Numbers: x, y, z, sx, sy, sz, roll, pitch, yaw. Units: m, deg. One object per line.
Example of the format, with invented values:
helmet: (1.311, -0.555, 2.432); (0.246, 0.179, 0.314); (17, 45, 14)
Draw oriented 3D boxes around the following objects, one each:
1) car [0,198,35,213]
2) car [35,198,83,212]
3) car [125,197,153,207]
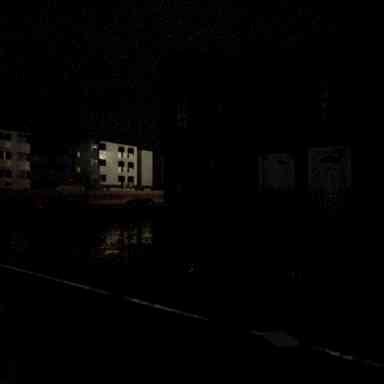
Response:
car: (-20.164, 1.504, 37.699); (1.837, 1.490, 4.892); (0, 0, 37)
car: (-15.053, 1.490, 38.648); (2.128, 1.511, 4.902); (0, 0, 37)
car: (-8.333, 1.490, 52.611); (2.128, 1.511, 4.902); (0, 0, 43)
